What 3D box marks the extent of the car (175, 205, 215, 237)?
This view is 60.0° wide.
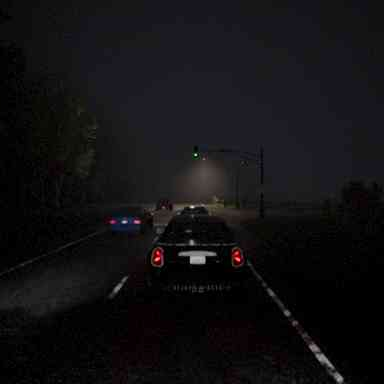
[{"bbox_3d":[0.150,1.549,19.476,2.033,1.411,5.357,0,0,0],"label":"car"}]

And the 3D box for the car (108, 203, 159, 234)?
[{"bbox_3d":[-3.360,1.548,19.149,2.033,1.411,5.357,0,0,0],"label":"car"}]

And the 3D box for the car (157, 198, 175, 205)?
[{"bbox_3d":[-3.314,1.505,41.280,1.837,1.490,4.892,0,0,0],"label":"car"}]

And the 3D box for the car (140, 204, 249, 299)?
[{"bbox_3d":[0.114,1.352,8.623,2.097,1.767,4.553,0,0,0],"label":"car"}]
